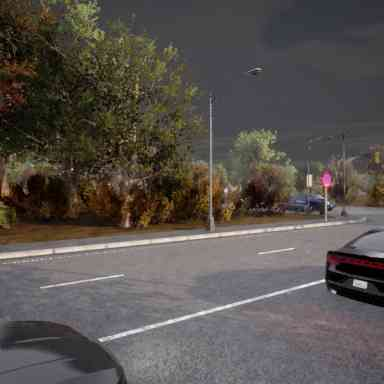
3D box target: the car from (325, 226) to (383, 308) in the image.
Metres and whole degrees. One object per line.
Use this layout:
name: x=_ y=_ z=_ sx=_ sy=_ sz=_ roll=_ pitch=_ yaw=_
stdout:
car: x=4.986 y=1.478 z=7.329 sx=5.008 sy=1.535 sz=1.882 roll=0 pitch=0 yaw=-36

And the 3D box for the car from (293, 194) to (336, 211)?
car: x=14.662 y=1.221 z=40.649 sx=2.150 sy=2.045 sz=5.566 roll=0 pitch=0 yaw=-31

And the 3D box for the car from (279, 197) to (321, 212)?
car: x=12.062 y=1.564 z=38.178 sx=1.994 sy=1.385 sz=4.181 roll=0 pitch=0 yaw=-32

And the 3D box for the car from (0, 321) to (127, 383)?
car: x=-2.729 y=1.505 z=1.790 sx=4.892 sy=1.490 sz=1.837 roll=0 pitch=0 yaw=-36
